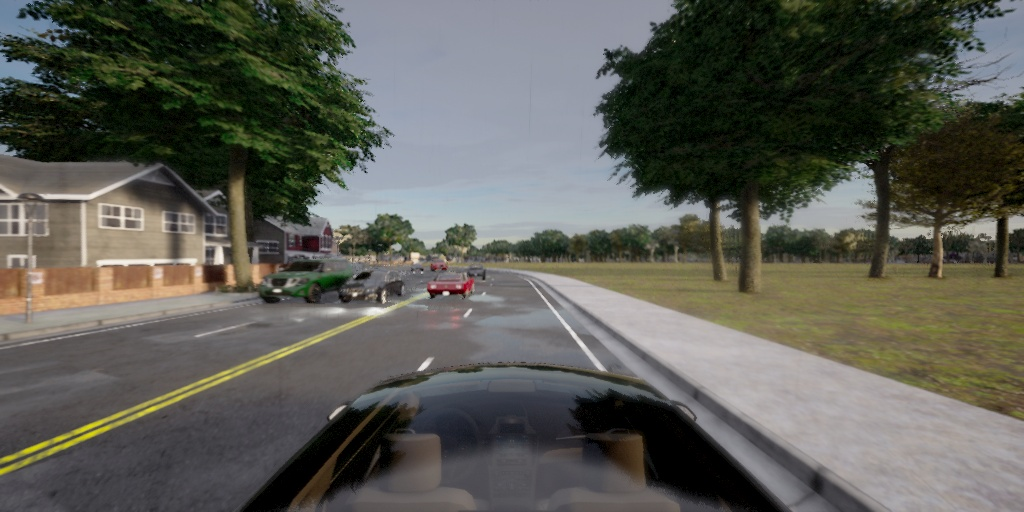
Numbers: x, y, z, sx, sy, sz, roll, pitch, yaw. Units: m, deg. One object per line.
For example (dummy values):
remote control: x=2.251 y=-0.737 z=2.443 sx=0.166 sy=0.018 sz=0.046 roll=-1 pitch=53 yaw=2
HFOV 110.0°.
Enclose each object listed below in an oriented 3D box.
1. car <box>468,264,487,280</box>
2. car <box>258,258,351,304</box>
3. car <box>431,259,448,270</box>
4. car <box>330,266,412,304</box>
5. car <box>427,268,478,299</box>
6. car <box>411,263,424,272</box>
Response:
car: x=-3.644 y=1.566 z=36.448 sx=2.128 sy=1.511 sz=4.902 roll=0 pitch=0 yaw=-5
car: x=-9.858 y=1.126 z=17.828 sx=2.150 sy=2.045 sz=5.566 roll=0 pitch=-1 yaw=0
car: x=-11.818 y=1.481 z=57.879 sx=2.150 sy=2.045 sz=5.566 roll=0 pitch=0 yaw=-19
car: x=-6.618 y=1.407 z=17.525 sx=1.837 sy=1.490 sz=4.892 roll=0 pitch=-1 yaw=0
car: x=-3.153 y=1.520 z=19.378 sx=1.895 sy=1.301 sz=4.718 roll=0 pitch=-1 yaw=0
car: x=-15.479 y=1.828 z=58.410 sx=2.033 sy=1.411 sz=5.357 roll=0 pitch=0 yaw=-20
